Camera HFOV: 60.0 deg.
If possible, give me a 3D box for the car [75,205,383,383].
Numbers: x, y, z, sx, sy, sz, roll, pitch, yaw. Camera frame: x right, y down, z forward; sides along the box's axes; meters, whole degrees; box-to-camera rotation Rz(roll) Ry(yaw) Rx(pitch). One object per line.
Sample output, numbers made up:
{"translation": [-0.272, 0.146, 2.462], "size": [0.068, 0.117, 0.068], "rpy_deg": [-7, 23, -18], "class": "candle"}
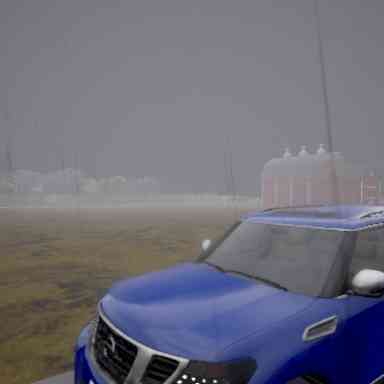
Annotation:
{"translation": [1.518, 1.224, 4.159], "size": [5.566, 2.045, 2.150], "rpy_deg": [0, 0, -36], "class": "car"}
